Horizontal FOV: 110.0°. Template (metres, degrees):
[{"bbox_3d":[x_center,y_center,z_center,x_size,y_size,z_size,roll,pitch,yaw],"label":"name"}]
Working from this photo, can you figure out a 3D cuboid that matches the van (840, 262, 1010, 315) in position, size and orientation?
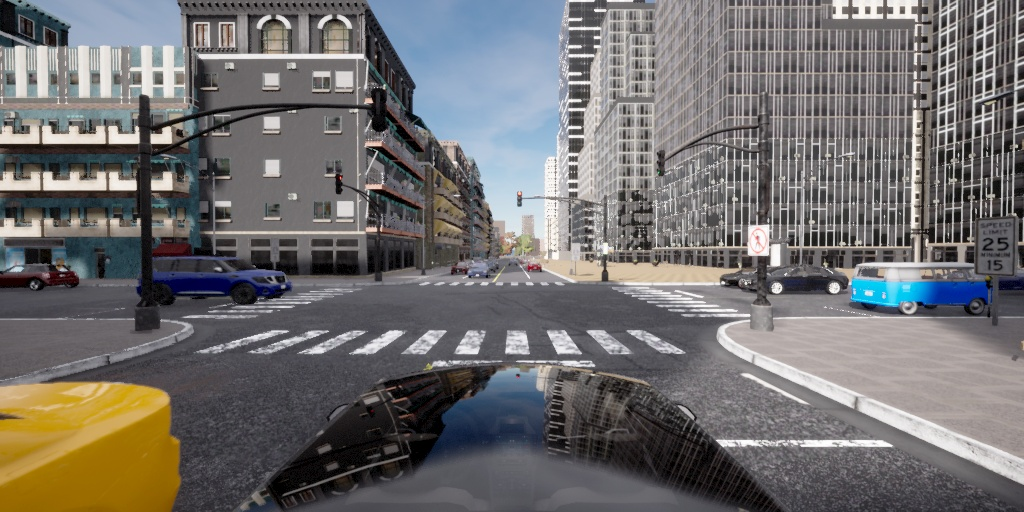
[{"bbox_3d":[14.721,1.117,12.939,3.998,1.789,1.690,0,0,0],"label":"van"}]

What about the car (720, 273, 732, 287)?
[{"bbox_3d":[14.732,1.216,21.319,4.313,1.339,1.948,0,0,0],"label":"car"}]

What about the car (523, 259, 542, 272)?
[{"bbox_3d":[2.783,1.290,45.091,1.888,1.381,4.507,0,0,0],"label":"car"}]

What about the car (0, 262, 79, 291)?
[{"bbox_3d":[-28.724,1.190,21.376,4.097,1.591,1.967,0,0,0],"label":"car"}]

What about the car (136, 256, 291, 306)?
[{"bbox_3d":[-12.915,1.016,15.742,5.566,2.045,2.150,0,1,-3],"label":"car"}]

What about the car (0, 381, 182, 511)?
[{"bbox_3d":[-3.049,1.228,0.131,1.882,1.535,5.008,0,0,1],"label":"car"}]

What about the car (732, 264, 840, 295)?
[{"bbox_3d":[14.641,1.194,18.718,4.892,1.490,1.837,0,1,0],"label":"car"}]

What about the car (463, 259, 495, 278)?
[{"bbox_3d":[-3.006,1.292,33.958,2.033,1.411,5.357,0,0,0],"label":"car"}]

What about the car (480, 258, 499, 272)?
[{"bbox_3d":[-2.975,1.309,43.991,1.994,1.385,4.181,0,0,0],"label":"car"}]

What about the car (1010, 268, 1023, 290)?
[{"bbox_3d":[24.713,1.196,18.703,4.674,1.442,1.812,0,1,0],"label":"car"}]

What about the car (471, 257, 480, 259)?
[{"bbox_3d":[-5.565,1.184,45.058,1.967,1.591,4.097,0,0,0],"label":"car"}]

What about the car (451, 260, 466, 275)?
[{"bbox_3d":[-5.581,1.290,39.409,1.888,1.381,4.507,0,0,0],"label":"car"}]
